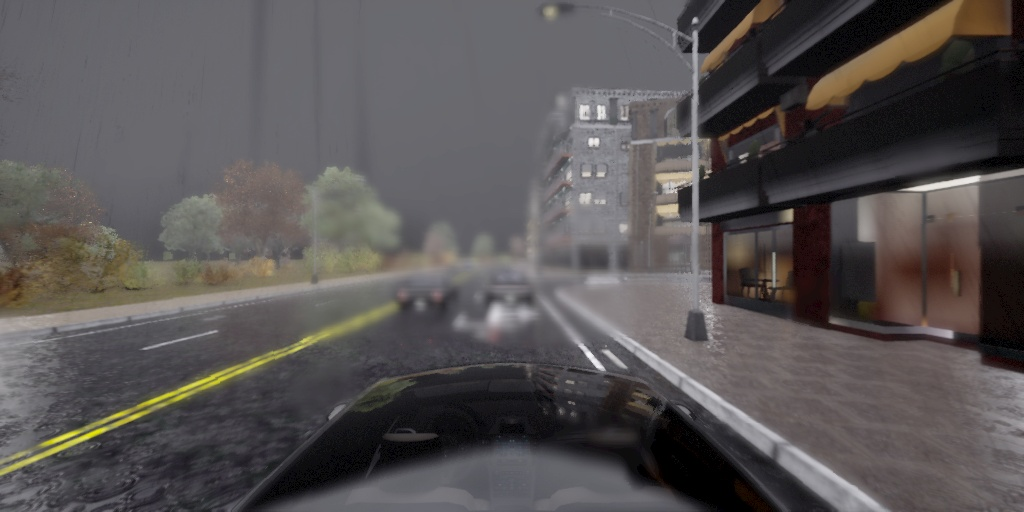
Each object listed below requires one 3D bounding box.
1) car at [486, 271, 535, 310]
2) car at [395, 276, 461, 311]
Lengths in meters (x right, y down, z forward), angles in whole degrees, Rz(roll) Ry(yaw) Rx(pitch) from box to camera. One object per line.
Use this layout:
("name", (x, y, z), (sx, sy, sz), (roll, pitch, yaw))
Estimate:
("car", (-0.068, 1.386, 15.458), (2.128, 1.511, 4.902), (0, 0, 0))
("car", (-3.316, 1.491, 15.173), (1.895, 1.301, 4.718), (0, -1, 0))
